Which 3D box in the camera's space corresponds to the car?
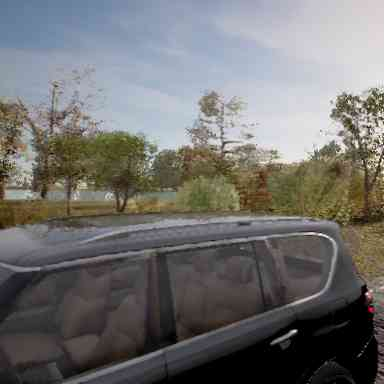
[{"bbox_3d":[-0.799,1.224,2.511,5.566,2.045,2.150,0,0,-36],"label":"car"}]
